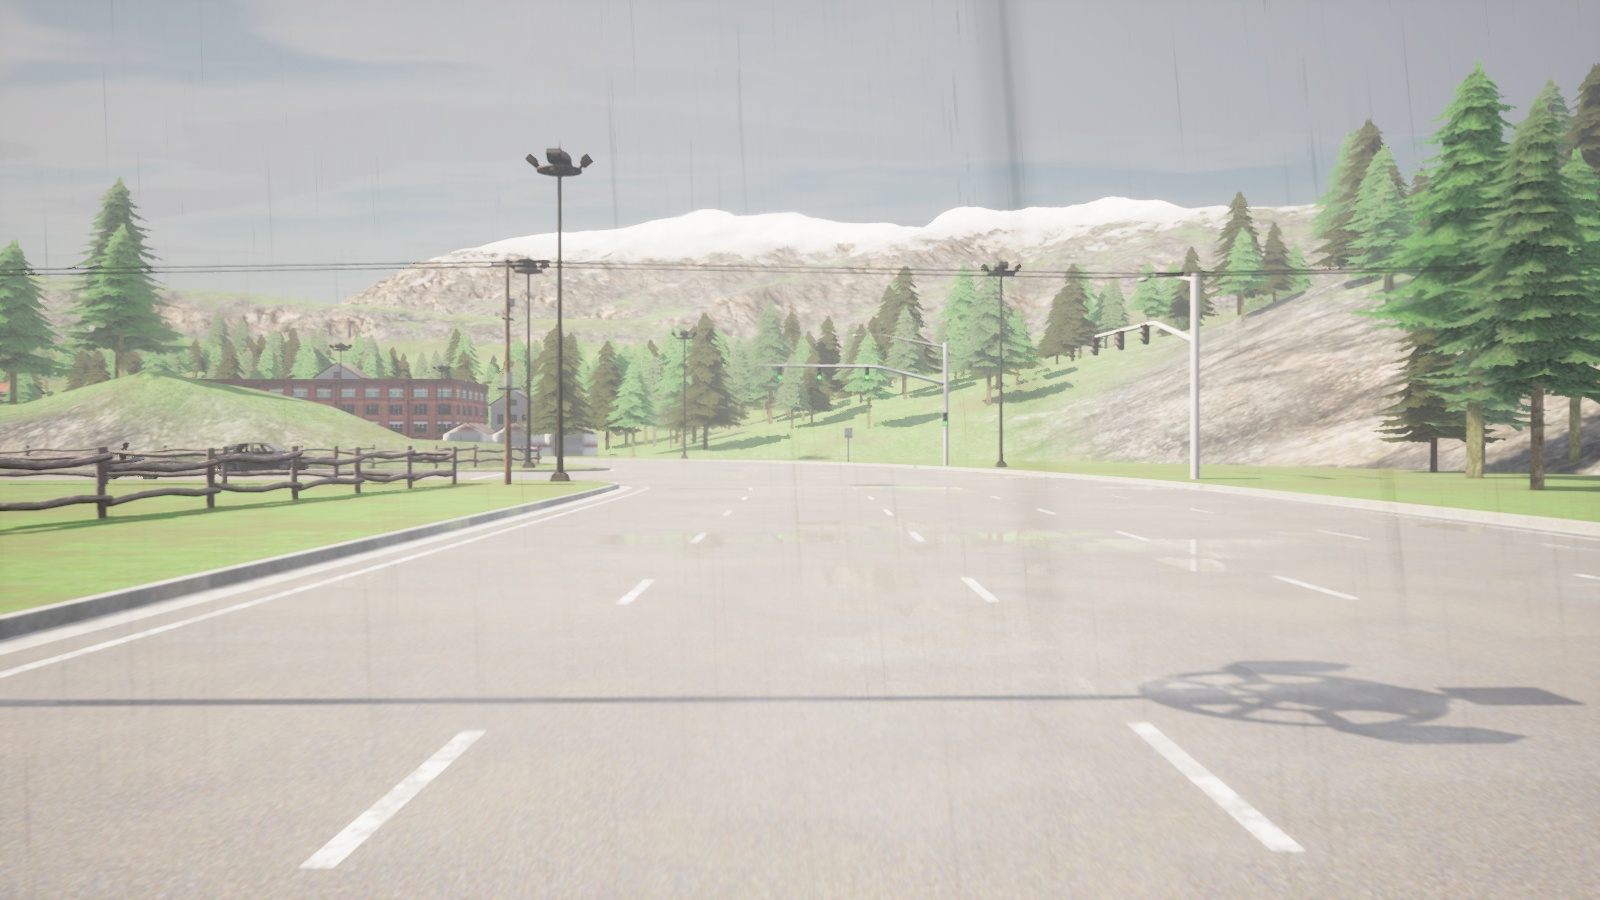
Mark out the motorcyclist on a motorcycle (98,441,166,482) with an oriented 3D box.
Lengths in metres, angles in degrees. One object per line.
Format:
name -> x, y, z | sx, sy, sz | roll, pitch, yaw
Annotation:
motorcyclist on a motorcycle -> -26.931, 0.456, 50.640 | 2.350, 1.649, 0.766 | 0, 0, 0

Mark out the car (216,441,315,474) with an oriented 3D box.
car -> -25.988, 0.359, 61.145 | 3.988, 1.617, 1.851 | 0, 0, 0
